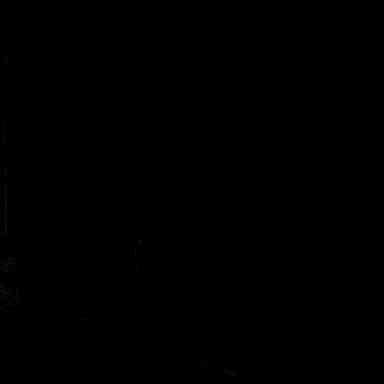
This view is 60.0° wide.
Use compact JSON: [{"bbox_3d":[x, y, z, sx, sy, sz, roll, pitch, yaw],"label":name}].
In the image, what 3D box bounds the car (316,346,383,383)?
[{"bbox_3d":[2.428,1.438,1.346,4.097,1.590,1.967,0,0,36],"label":"car"}]
